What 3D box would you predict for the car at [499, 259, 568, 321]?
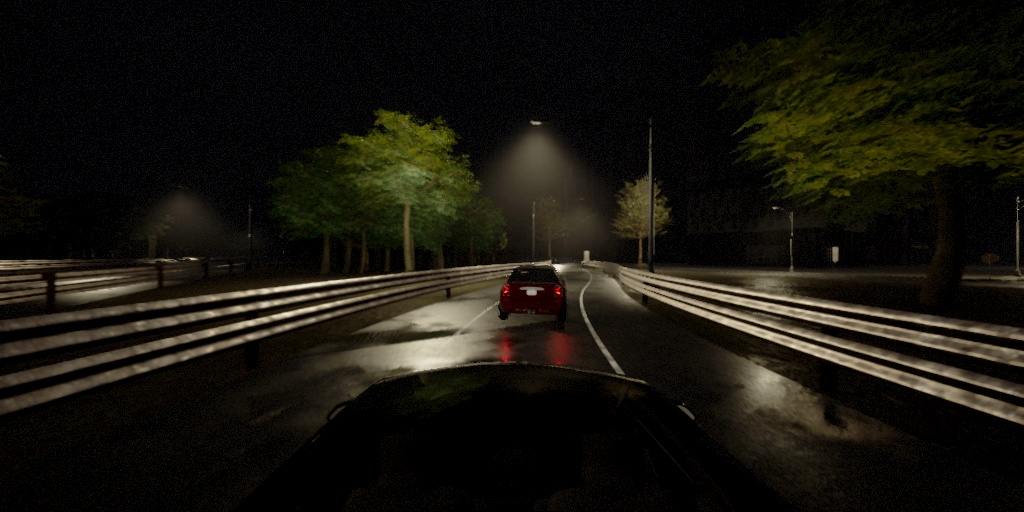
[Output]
[{"bbox_3d":[0.894,1.114,12.812,2.097,1.767,4.553,1,0,8],"label":"car"}]
